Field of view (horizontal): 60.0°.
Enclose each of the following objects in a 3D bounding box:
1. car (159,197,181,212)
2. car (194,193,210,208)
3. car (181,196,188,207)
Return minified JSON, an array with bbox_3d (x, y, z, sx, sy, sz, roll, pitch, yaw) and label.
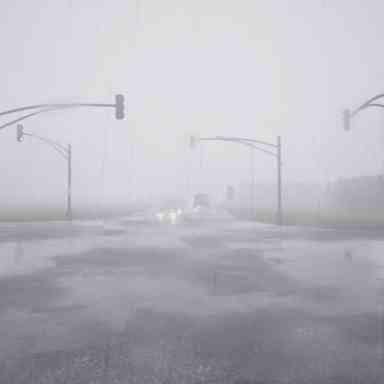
[{"bbox_3d":[-2.700,1.595,39.588,1.895,1.301,4.718,0,0,3],"label":"car"},{"bbox_3d":[1.411,1.208,48.286,2.150,2.045,5.566,0,0,3],"label":"car"},{"bbox_3d":[-2.206,1.480,49.653,2.128,1.511,4.902,0,0,3],"label":"car"}]
